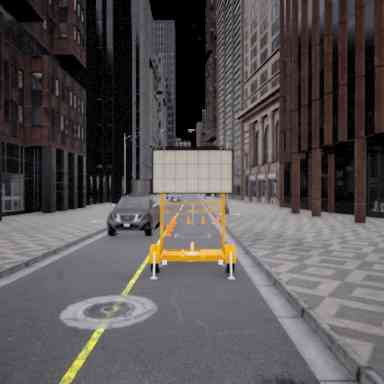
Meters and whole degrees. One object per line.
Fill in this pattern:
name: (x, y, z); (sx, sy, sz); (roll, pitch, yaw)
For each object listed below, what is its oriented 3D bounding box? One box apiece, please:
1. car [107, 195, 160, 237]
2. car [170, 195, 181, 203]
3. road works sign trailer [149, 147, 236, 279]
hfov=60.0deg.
car: (-3.062, 1.200, 18.435); (2.150, 2.045, 5.566); (0, 0, 0)
car: (-2.960, 1.338, 59.348); (2.128, 1.511, 4.902); (0, 0, 0)
road works sign trailer: (0.019, 0.457, 9.962); (2.380, 3.560, 2.880); (0, 0, 0)
